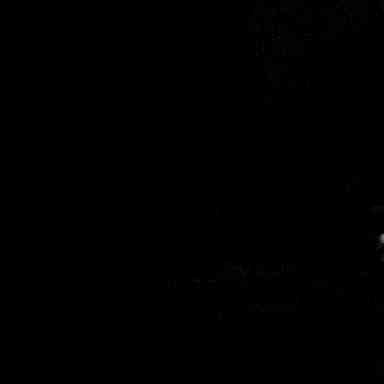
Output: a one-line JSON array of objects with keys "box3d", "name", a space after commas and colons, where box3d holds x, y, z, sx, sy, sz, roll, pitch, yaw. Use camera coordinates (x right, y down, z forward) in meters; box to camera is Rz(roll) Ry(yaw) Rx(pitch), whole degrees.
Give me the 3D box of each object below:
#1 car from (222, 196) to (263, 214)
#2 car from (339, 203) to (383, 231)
[{"box3d": [4.654, 1.181, 33.078, 4.553, 1.767, 2.097, 0, 0, 32], "name": "car"}, {"box3d": [10.703, 1.410, 19.765, 1.812, 1.442, 4.674, 1, 0, -12], "name": "car"}]
